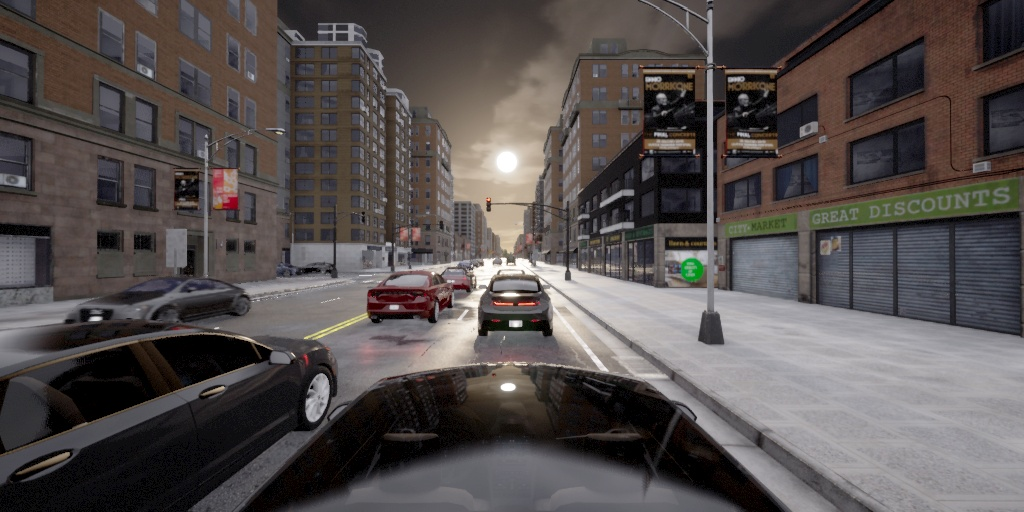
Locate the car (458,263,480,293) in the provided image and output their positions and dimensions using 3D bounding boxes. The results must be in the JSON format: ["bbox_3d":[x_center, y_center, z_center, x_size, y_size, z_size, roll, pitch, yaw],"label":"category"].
[{"bbox_3d":[-3.199,1.317,21.017,1.994,1.385,4.181,0,0,-1],"label":"car"}]

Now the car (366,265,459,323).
[{"bbox_3d":[-3.179,1.229,12.123,1.882,1.535,5.008,0,0,0],"label":"car"}]

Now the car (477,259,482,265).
[{"bbox_3d":[-6.739,1.283,62.341,1.837,1.490,4.892,0,0,0],"label":"car"}]

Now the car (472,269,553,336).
[{"bbox_3d":[0.077,1.256,10.369,1.837,1.490,4.892,0,0,0],"label":"car"}]

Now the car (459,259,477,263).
[{"bbox_3d":[-6.727,1.296,52.355,1.812,1.442,4.674,0,0,2],"label":"car"}]

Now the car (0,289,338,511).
[{"bbox_3d":[-3.152,1.255,2.689,1.837,1.490,4.892,0,0,0],"label":"car"}]

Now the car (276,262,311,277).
[{"bbox_3d":[-22.725,1.316,35.264,4.181,1.385,1.994,0,0,0],"label":"car"}]

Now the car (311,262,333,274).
[{"bbox_3d":[-22.255,1.348,40.745,4.313,1.339,1.948,0,0,0],"label":"car"}]

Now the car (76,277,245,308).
[{"bbox_3d":[-9.874,1.316,10.495,1.994,1.385,4.181,0,0,0],"label":"car"}]
